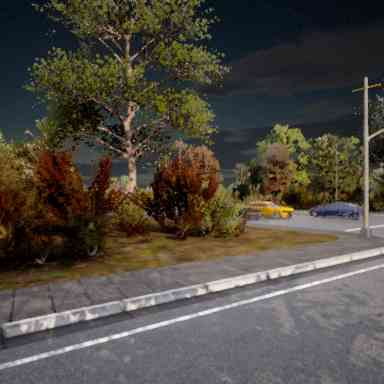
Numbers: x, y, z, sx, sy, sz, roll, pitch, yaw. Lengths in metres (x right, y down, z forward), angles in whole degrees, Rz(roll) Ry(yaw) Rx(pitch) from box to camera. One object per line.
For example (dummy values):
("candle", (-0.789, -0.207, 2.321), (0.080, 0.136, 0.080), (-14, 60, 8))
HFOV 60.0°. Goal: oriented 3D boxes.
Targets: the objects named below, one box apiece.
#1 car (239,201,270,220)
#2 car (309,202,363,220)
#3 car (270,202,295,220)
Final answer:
("car", (3.799, 1.637, 28.181), (1.837, 1.490, 4.892), (0, -1, -40))
("car", (12.531, 1.590, 28.923), (1.812, 1.442, 4.674), (0, -1, -38))
("car", (6.843, 1.600, 30.003), (1.882, 1.535, 5.008), (0, -1, -40))
